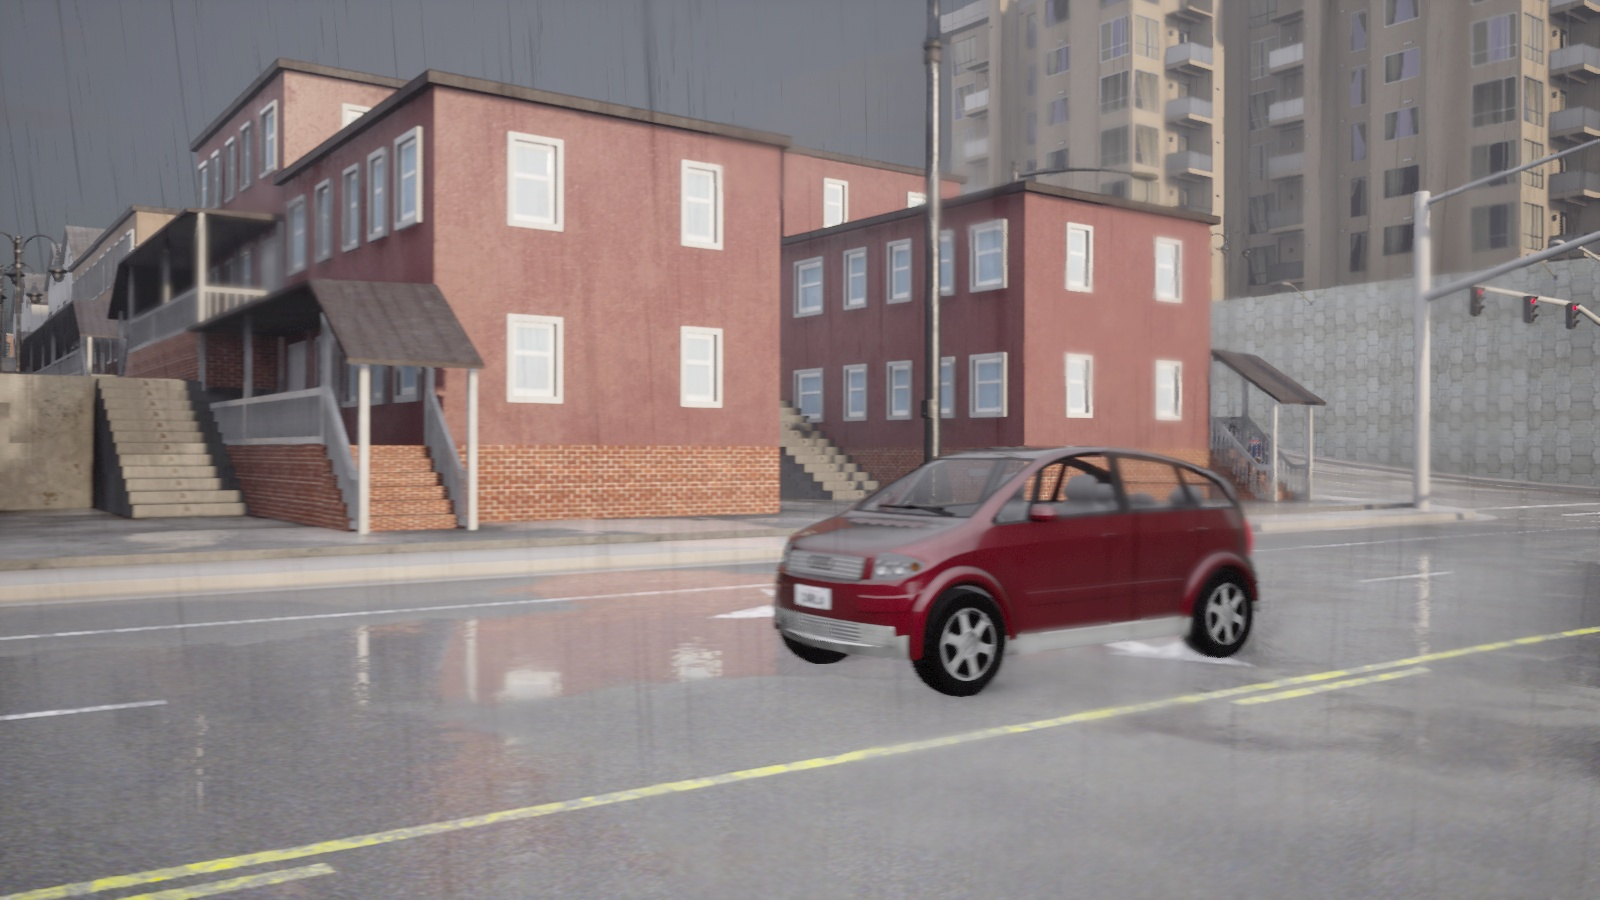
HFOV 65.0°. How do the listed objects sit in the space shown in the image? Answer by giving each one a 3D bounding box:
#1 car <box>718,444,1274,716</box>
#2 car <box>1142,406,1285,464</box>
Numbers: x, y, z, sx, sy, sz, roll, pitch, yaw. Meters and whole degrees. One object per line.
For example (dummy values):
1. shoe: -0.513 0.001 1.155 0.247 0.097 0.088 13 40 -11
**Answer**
1. car: 1.469 0.740 8.948 3.705 1.549 1.789 0 0 -35
2. car: 16.458 -0.632 50.263 2.152 1.651 5.027 0 8 -35
